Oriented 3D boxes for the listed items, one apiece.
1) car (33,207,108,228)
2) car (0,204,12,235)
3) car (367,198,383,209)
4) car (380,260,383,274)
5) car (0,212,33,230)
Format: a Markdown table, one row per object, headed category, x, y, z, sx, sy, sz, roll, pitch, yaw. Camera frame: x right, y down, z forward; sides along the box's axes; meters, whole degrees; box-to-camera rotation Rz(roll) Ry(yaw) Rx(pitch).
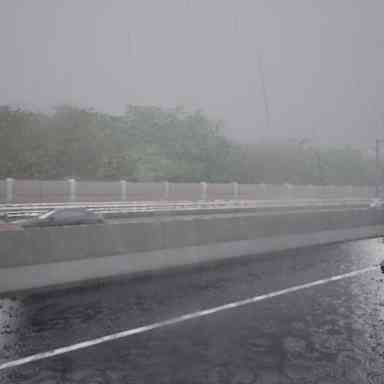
| category | x | y | z | sx | sy | sz | roll | pitch | yaw |
| --- | --- | --- | --- | --- | --- | --- | --- | --- | --- |
| car | -6.544 | 1.511 | 16.492 | 4.674 | 1.442 | 1.812 | 0 | 0 | -35 |
| car | -12.074 | 1.470 | 16.861 | 5.008 | 1.535 | 1.882 | 0 | 0 | -35 |
| car | 23.822 | 1.494 | 41.430 | 4.902 | 1.511 | 2.128 | 0 | 0 | -33 |
| car | 6.997 | 1.533 | 8.661 | 5.357 | 1.411 | 2.033 | 0 | 0 | -35 |
| car | -8.105 | 1.521 | 11.095 | 4.674 | 1.442 | 1.812 | 0 | 0 | -35 |
